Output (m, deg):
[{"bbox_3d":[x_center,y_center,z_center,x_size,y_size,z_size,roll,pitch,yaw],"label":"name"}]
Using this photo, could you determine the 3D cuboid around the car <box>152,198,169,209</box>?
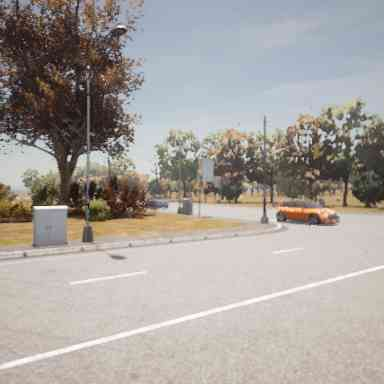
[{"bbox_3d":[-4.829,1.590,45.523,1.812,1.442,4.674,0,0,-33],"label":"car"}]

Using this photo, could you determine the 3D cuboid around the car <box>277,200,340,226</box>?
[{"bbox_3d":[8.488,1.433,24.530,2.097,1.767,4.553,0,0,-32],"label":"car"}]
